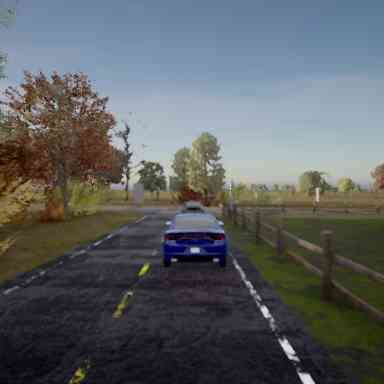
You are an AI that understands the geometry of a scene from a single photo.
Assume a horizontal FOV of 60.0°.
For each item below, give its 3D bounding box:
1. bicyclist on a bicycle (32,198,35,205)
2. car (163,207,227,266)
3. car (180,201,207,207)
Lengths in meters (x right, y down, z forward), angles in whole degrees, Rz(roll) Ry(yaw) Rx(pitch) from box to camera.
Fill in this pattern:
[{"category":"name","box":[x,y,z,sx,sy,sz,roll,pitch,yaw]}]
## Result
[{"category":"bicyclist on a bicycle","box":[-22.688,1.069,47.364,0.582,1.620,1.656,1,0,0]},{"category":"car","box":[0.095,1.469,11.553,1.882,1.535,5.008,0,-1,0]},{"category":"car","box":[0.090,1.484,26.391,1.837,1.490,4.892,0,0,0]}]
